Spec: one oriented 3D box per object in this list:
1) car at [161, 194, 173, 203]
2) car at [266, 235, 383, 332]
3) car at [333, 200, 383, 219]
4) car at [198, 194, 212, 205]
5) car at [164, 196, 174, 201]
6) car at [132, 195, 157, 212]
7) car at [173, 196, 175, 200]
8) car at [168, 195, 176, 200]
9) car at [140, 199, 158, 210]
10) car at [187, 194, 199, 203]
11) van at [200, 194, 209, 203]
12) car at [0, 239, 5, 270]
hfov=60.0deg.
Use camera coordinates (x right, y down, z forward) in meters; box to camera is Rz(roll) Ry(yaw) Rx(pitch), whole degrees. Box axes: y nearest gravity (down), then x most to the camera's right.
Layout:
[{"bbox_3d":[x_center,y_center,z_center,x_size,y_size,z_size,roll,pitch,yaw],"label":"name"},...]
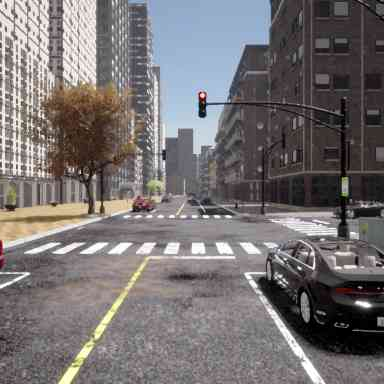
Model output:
[{"bbox_3d":[-5.724,1.627,72.288,1.947,1.339,4.313,0,0,0],"label":"car"},{"bbox_3d":[2.686,1.551,6.766,2.008,1.369,4.403,0,0,0],"label":"car"},{"bbox_3d":[13.414,1.350,26.177,4.403,1.369,2.008,-1,1,-1],"label":"car"},{"bbox_3d":[2.662,1.610,61.245,1.947,1.339,4.313,0,0,0],"label":"car"},{"bbox_3d":[-5.729,1.632,83.333,2.008,1.369,4.403,0,0,0],"label":"car"},{"bbox_3d":[-5.709,1.336,39.150,2.192,1.841,5.009,0,0,0],"label":"car"},{"bbox_3d":[-5.727,1.385,77.810,2.192,1.841,5.009,0,0,0],"label":"car"},{"bbox_3d":[-5.734,1.654,94.379,2.008,1.369,4.403,0,0,0],"label":"car"},{"bbox_3d":[-5.712,1.592,44.673,1.947,1.339,4.313,0,0,0],"label":"car"},{"bbox_3d":[-0.032,1.656,68.920,1.895,1.301,4.718,0,0,0],"label":"car"},{"bbox_3d":[2.656,1.402,72.292,1.690,1.788,3.998,0,0,0],"label":"van"},{"bbox_3d":[-5.694,1.545,6.762,1.887,1.381,4.507,0,0,0],"label":"car"}]
